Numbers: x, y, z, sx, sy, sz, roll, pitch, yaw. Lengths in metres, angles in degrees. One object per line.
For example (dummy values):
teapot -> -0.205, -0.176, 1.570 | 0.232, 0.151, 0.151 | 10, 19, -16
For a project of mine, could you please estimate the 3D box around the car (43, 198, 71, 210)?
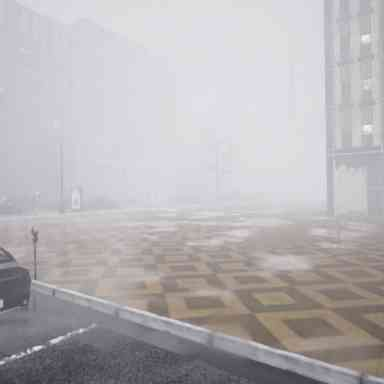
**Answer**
car -> -15.038, 1.413, 40.368 | 1.812, 1.442, 4.674 | -1, 0, 36

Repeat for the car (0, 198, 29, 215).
car -> -16.644, 1.457, 28.271 | 1.802, 1.307, 4.206 | -1, 0, 36

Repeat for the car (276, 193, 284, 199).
car -> 19.013, 0.983, 77.520 | 2.008, 1.369, 4.403 | -1, 0, 36

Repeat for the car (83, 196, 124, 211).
car -> -10.162, 1.230, 37.226 | 1.967, 1.590, 4.097 | -1, 0, 36

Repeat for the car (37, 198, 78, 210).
car -> -16.947, 1.472, 42.142 | 1.887, 1.381, 4.507 | -1, 0, 36

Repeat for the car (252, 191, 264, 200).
car -> 12.530, 1.091, 68.566 | 1.802, 1.307, 4.206 | -1, 0, 36

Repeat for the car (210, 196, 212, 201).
car -> 5.742, 1.086, 73.481 | 1.967, 1.590, 4.097 | -1, 0, 36

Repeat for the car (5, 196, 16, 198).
car -> -20.603, 1.438, 32.673 | 1.882, 1.535, 5.008 | -1, 0, 37

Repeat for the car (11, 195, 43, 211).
car -> -20.192, 1.284, 37.664 | 2.192, 1.841, 5.009 | -1, 0, 36

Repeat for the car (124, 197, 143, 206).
car -> -9.328, 1.414, 48.249 | 1.895, 1.301, 4.718 | -1, 0, 36

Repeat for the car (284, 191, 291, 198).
car -> 22.255, 0.977, 81.998 | 1.802, 1.307, 4.206 | -1, 0, 36

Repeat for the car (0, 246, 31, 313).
car -> -4.881, 1.564, 6.528 | 4.403, 1.369, 2.008 | 0, -1, 36

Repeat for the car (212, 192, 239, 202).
car -> 6.047, 1.138, 59.612 | 2.008, 1.369, 4.403 | -1, 0, 36

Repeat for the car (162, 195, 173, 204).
car -> -3.157, 1.227, 56.688 | 2.128, 1.511, 4.902 | -1, 0, 37

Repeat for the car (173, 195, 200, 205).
car -> -0.438, 1.106, 50.657 | 1.967, 1.590, 4.097 | -1, 0, 36

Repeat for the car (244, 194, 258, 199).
car -> 15.469, 1.097, 86.913 | 1.947, 1.339, 4.313 | -1, 0, 36

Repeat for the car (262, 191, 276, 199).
car -> 15.769, 0.785, 73.043 | 2.192, 1.841, 5.009 | -1, 0, 36

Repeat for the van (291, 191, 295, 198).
van -> 25.494, 0.699, 86.475 | 1.690, 1.788, 3.998 | -1, 0, 36

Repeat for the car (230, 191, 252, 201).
car -> 9.288, 1.092, 64.089 | 1.887, 1.381, 4.507 | -1, 0, 36
